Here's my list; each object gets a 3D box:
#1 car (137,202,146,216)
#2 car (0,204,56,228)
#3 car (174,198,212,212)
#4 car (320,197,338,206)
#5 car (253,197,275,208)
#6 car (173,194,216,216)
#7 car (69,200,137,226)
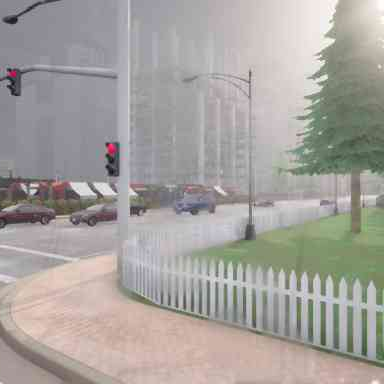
[{"bbox_3d":[-6.252,1.478,29.968,1.882,1.535,5.008,0,0,34],"label":"car"},{"bbox_3d":[-11.475,1.526,22.225,1.812,1.442,4.674,0,0,36],"label":"car"},{"bbox_3d":[0.169,1.492,39.473,2.128,1.511,4.902,0,0,34],"label":"car"},{"bbox_3d":[21.035,1.526,51.303,1.812,1.442,4.674,0,0,34],"label":"car"},{"bbox_3d":[10.419,1.493,48.289,2.128,1.511,4.902,0,0,34],"label":"car"},{"bbox_3d":[0.390,1.222,33.558,2.150,2.045,5.566,0,0,34],"label":"car"},{"bbox_3d":[-6.359,1.526,23.512,1.812,1.442,4.674,0,0,34],"label":"car"}]
